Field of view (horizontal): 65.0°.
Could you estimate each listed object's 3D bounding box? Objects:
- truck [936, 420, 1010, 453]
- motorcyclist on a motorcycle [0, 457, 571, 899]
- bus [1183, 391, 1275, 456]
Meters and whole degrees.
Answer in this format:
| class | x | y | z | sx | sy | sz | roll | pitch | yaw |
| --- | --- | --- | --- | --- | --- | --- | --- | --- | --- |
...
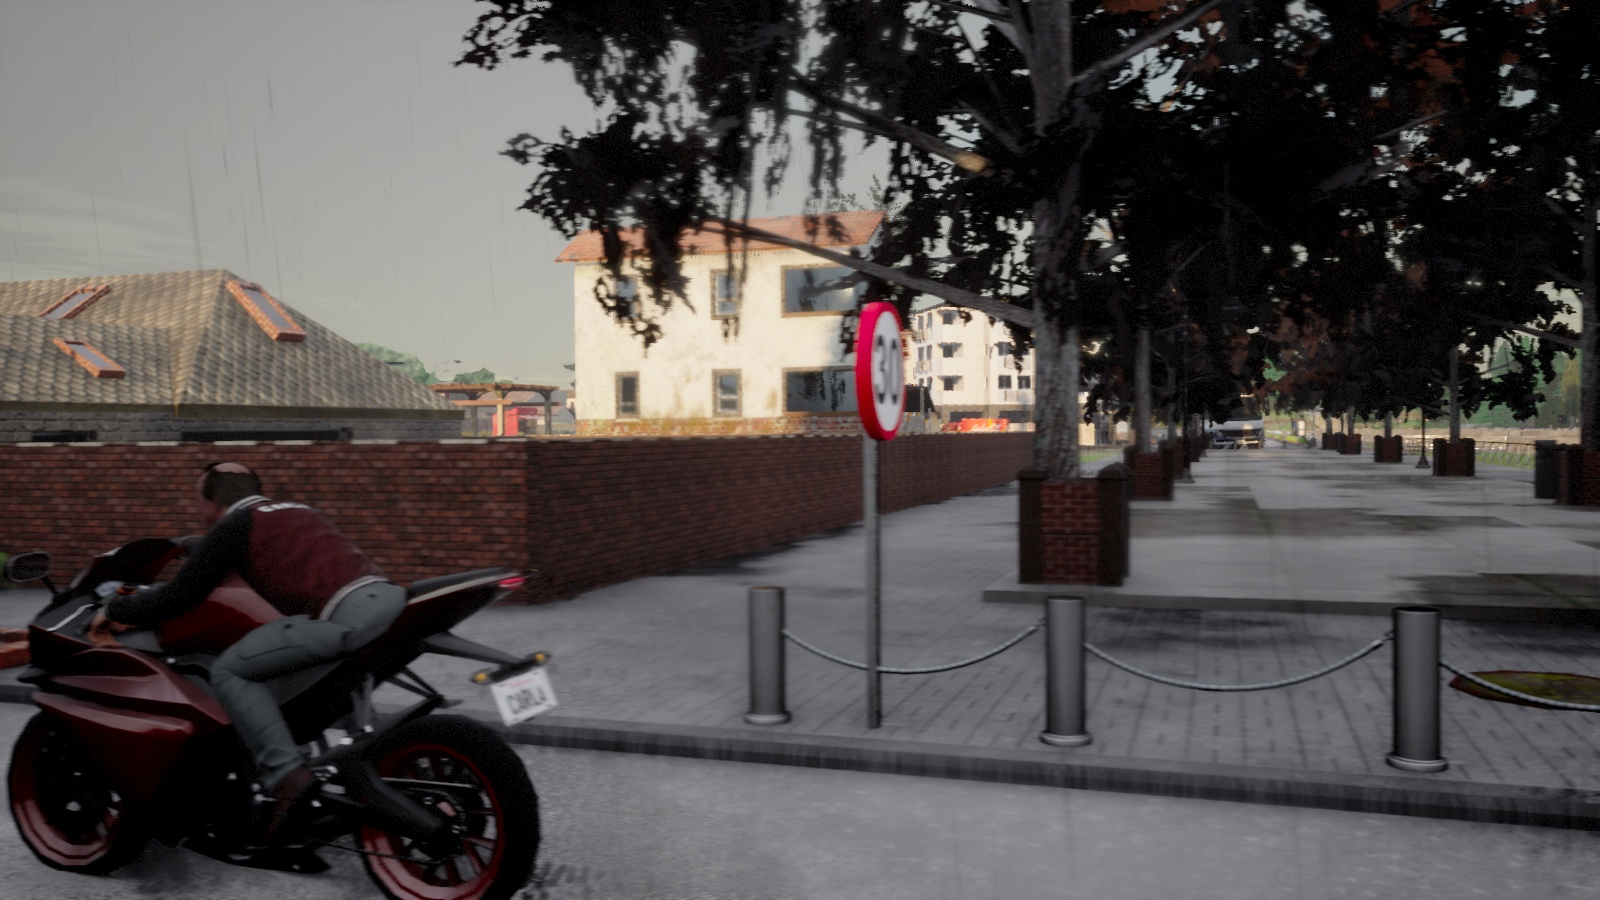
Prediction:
| class | x | y | z | sx | sy | sz | roll | pitch | yaw |
| --- | --- | --- | --- | --- | --- | --- | --- | --- | --- |
| truck | 13.074 | -1.029 | 94.734 | 5.204 | 2.467 | 2.627 | 0 | 1 | 17 |
| motorcyclist on a motorcycle | -1.991 | 0.805 | 4.391 | 2.191 | 1.530 | 0.866 | 0 | 1 | 19 |
| bus | 30.363 | -1.866 | 89.377 | 3.944 | 4.253 | 10.273 | -2 | 1 | 6 |
